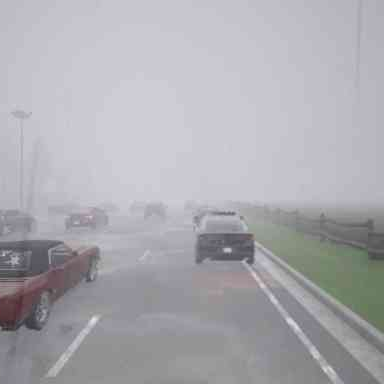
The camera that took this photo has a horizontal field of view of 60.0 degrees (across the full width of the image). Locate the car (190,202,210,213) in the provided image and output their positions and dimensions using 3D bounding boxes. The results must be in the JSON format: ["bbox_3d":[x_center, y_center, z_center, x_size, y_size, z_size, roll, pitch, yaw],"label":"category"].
[{"bbox_3d":[0.991,1.690,22.320,1.837,1.490,4.892,0,0,0],"label":"car"}]

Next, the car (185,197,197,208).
[{"bbox_3d":[-0.267,1.848,60.419,2.097,1.767,4.553,0,0,0],"label":"car"}]

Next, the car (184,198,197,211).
[{"bbox_3d":[-0.178,1.961,48.360,1.994,1.385,4.181,0,0,1],"label":"car"}]

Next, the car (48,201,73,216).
[{"bbox_3d":[-14.036,1.779,36.642,1.882,1.535,5.008,0,0,0],"label":"car"}]

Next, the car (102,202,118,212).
[{"bbox_3d":[-10.563,1.905,41.577,1.994,1.385,4.181,0,-1,0],"label":"car"}]

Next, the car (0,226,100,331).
[{"bbox_3d":[-3.403,1.659,6.946,1.895,1.301,4.718,0,0,0],"label":"car"}]

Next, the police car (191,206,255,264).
[{"bbox_3d":[1.044,1.528,12.397,1.930,1.638,5.238,0,0,0],"label":"police car"}]

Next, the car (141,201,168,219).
[{"bbox_3d":[-3.513,1.774,32.773,1.837,1.490,4.892,0,-1,0],"label":"car"}]

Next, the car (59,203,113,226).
[{"bbox_3d":[-6.954,1.710,22.324,1.812,1.442,4.674,0,-1,0],"label":"car"}]

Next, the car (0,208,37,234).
[{"bbox_3d":[-10.437,1.657,18.523,1.837,1.490,4.892,0,-1,0],"label":"car"}]

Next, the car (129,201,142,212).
[{"bbox_3d":[-7.086,1.912,44.472,2.033,1.411,5.357,0,-1,0],"label":"car"}]

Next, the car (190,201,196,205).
[{"bbox_3d":[0.958,1.759,28.319,1.812,1.442,4.674,0,0,0],"label":"car"}]
